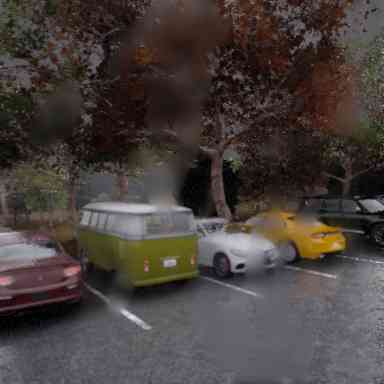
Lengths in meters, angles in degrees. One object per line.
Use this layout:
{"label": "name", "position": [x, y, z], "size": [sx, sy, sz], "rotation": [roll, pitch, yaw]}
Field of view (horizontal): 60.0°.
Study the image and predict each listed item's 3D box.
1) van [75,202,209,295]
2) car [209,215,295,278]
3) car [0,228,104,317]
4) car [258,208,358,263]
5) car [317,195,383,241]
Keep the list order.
{"label": "van", "position": [-1.729, 1.289, 8.977], "size": [1.878, 1.987, 4.442], "rotation": [0, 0, -35]}
{"label": "car", "position": [0.596, 1.540, 10.490], "size": [2.002, 1.452, 4.674], "rotation": [0, 0, -35]}
{"label": "car", "position": [-3.813, 1.568, 7.346], "size": [2.002, 1.452, 4.674], "rotation": [0, 0, -35]}
{"label": "car", "position": [2.958, 1.484, 12.162], "size": [2.097, 1.535, 5.008], "rotation": [0, 0, -35]}
{"label": "car", "position": [9.741, 1.190, 16.965], "size": [2.435, 2.045, 5.566], "rotation": [0, 0, -35]}
